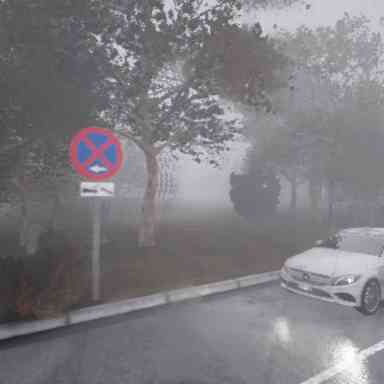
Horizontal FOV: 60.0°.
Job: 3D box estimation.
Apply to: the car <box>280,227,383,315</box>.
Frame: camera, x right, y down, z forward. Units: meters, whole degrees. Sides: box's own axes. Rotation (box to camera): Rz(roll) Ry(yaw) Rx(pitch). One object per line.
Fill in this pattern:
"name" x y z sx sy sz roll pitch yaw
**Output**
"car" 4.100 1.585 7.780 4.674 1.442 1.812 1 0 -35
